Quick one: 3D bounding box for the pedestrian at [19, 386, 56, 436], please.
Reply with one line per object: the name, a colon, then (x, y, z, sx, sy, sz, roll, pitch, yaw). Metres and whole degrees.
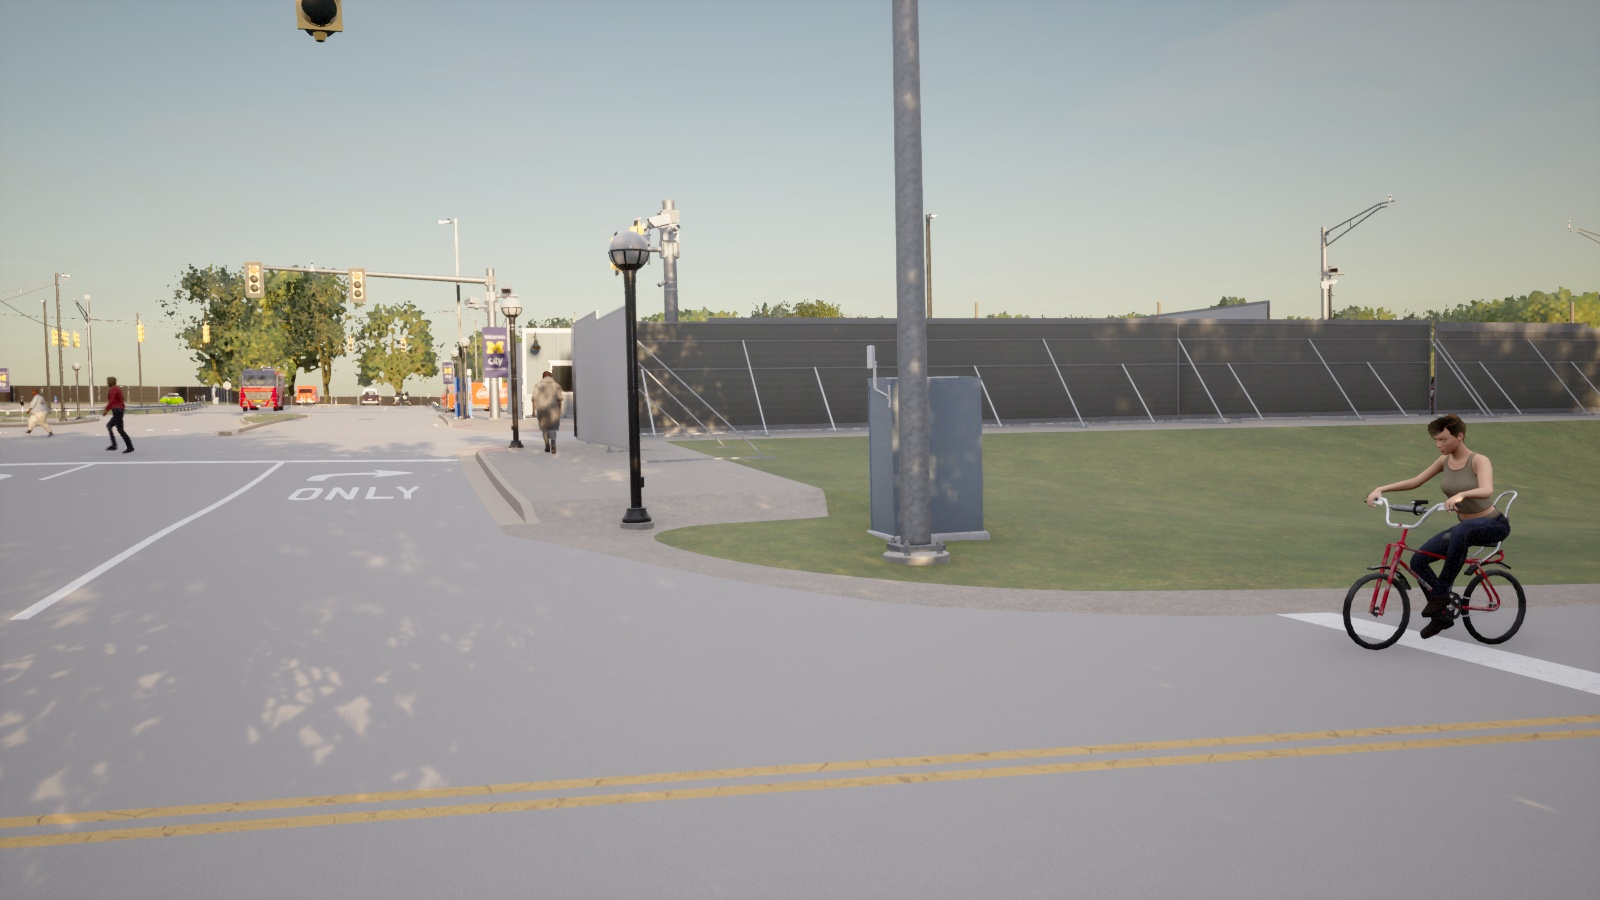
pedestrian: (-28.581, -1.466, 47.094, 0.900, 1.855, 0.874, -2, 2, -15)

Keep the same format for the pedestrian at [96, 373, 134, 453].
pedestrian: (-16.053, -0.867, 29.445, 0.636, 1.846, 0.331, -2, 2, -11)

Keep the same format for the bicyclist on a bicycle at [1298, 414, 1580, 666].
bicyclist on a bicycle: (4.374, 0.569, 8.650, 1.509, 1.612, 0.866, 0, 1, -14)

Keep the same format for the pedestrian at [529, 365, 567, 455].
pedestrian: (-5.578, -0.893, 27.793, 0.659, 1.952, 0.873, -2, 2, -19)
